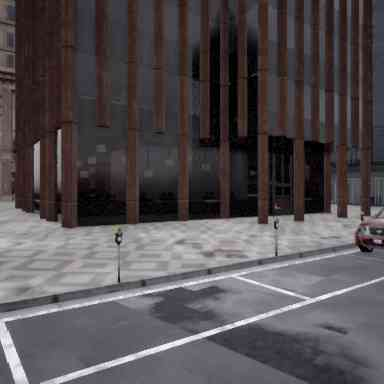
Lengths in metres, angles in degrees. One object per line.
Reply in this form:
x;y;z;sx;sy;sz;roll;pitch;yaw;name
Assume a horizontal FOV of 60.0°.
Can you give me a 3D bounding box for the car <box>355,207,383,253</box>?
8.216;1.315;12.510;5.009;1.841;2.192;0;0;-36;car
